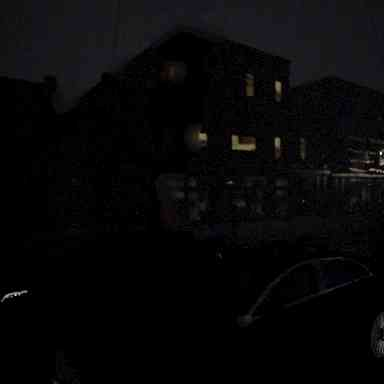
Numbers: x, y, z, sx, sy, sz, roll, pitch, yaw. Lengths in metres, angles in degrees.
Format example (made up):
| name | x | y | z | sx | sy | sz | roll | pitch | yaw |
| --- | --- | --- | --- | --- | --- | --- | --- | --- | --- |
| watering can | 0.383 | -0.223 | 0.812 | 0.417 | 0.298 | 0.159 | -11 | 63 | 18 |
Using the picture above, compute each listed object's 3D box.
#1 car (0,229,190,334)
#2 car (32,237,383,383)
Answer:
| name | x | y | z | sx | sy | sz | roll | pitch | yaw |
| --- | --- | --- | --- | --- | --- | --- | --- | --- | --- |
| car | -1.403 | 1.512 | 6.676 | 4.674 | 1.442 | 1.812 | 0 | 0 | -36 |
| car | 0.846 | 1.476 | 4.288 | 4.902 | 1.511 | 2.128 | 0 | 0 | -35 |
